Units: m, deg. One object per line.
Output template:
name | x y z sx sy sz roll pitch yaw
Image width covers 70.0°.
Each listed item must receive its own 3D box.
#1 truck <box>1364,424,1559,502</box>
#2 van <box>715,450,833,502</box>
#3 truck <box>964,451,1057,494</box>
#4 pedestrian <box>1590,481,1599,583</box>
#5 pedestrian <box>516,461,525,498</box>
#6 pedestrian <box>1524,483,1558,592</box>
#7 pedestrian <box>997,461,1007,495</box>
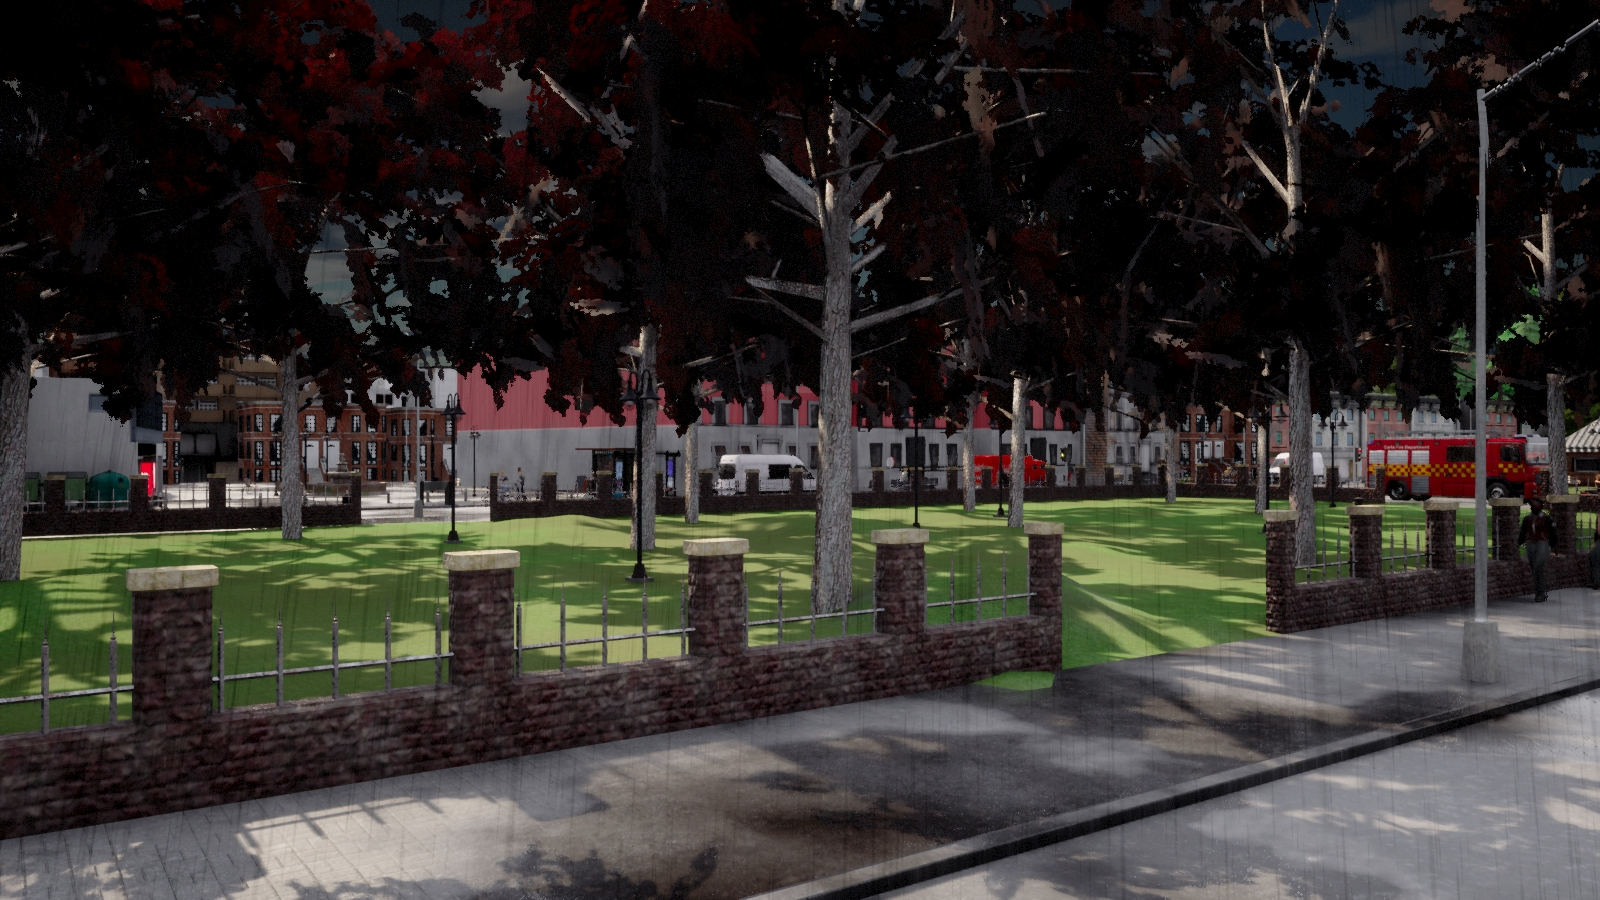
truck | 34.631 0.645 60.204 2.891 3.827 8.468 0 0 -34
van | -1.295 1.301 58.803 5.915 2.561 1.988 0 0 -35
truck | 12.657 1.330 68.564 5.204 2.467 2.627 0 0 -35
pedestrian | 14.882 1.514 21.053 0.375 1.860 0.375 0 0 -18
pedestrian | -14.447 1.515 58.998 0.375 1.860 0.375 0 0 -28
pedestrian | 12.910 1.516 19.906 0.375 1.860 0.375 0 0 -32
pedestrian | 10.874 1.507 61.486 0.375 1.860 0.375 0 0 -37
